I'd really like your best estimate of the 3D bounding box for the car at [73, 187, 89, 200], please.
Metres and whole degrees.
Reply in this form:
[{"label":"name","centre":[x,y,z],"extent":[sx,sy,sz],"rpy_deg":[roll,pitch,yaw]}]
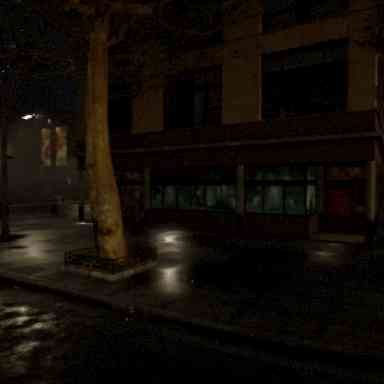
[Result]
[{"label":"car","centre":[-16.714,0.190,54.209],"extent":[2.150,2.045,5.566],"rpy_deg":[1,1,31]}]
